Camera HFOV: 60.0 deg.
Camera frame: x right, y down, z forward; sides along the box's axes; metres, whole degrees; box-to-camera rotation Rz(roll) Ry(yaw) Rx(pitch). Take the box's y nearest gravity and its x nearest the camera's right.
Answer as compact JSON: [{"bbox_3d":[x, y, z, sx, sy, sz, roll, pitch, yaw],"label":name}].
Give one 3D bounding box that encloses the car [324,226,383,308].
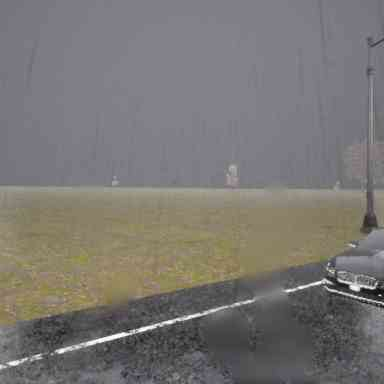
[{"bbox_3d":[4.965,1.506,7.499,4.892,1.490,1.837,0,0,-35],"label":"car"}]
